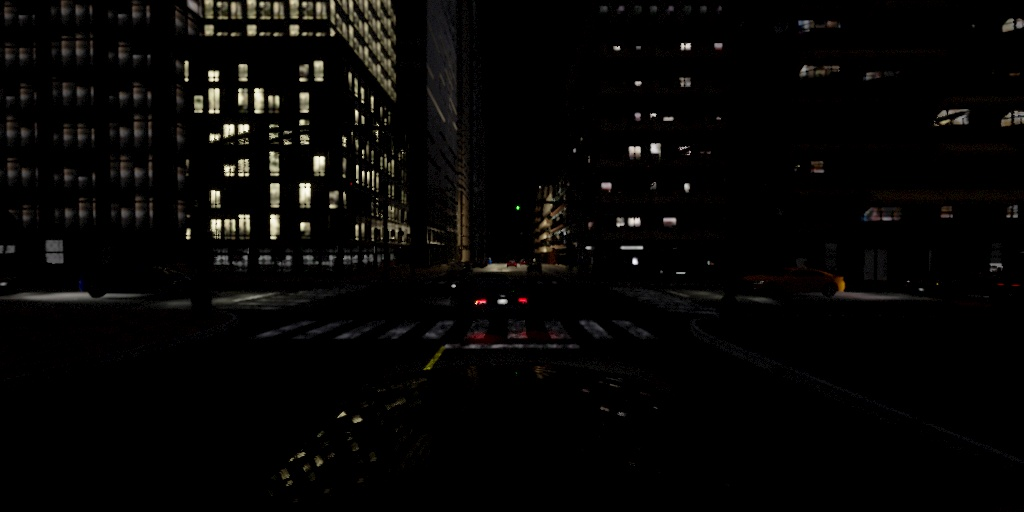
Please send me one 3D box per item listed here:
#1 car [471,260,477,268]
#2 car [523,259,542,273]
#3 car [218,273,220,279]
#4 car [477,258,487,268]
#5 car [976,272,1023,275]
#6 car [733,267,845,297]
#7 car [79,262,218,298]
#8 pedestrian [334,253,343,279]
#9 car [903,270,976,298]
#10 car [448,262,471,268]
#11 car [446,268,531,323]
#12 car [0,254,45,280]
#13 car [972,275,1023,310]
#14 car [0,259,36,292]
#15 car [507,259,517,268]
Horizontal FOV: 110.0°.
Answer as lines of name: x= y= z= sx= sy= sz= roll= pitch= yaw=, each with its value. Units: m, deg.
car: x=-5.704 y=1.382 z=43.068 sx=1.948 sy=1.339 sz=4.313 roll=0 pitch=0 yaw=0
car: x=2.677 y=1.367 z=43.071 sx=2.007 sy=1.370 sz=4.403 roll=0 pitch=0 yaw=0
car: x=-21.674 y=1.070 z=23.092 sx=4.829 sy=1.417 sz=1.751 roll=0 pitch=0 yaw=1
car: x=-5.708 y=1.390 z=60.032 sx=1.888 sy=1.381 sz=4.507 roll=0 pitch=0 yaw=0
car: x=25.407 y=1.530 z=16.688 sx=4.892 sy=1.490 sz=1.837 roll=0 pitch=1 yaw=1
car: x=15.516 y=1.374 z=20.017 sx=5.008 sy=1.535 sz=1.882 roll=0 pitch=1 yaw=1
car: x=-17.587 y=1.141 z=17.274 sx=5.008 sy=1.535 sz=1.882 roll=0 pitch=1 yaw=0
pedestrian: x=-12.556 y=0.718 z=25.932 sx=0.375 sy=1.860 sz=0.375 roll=0 pitch=0 yaw=1
car: x=24.943 y=1.575 z=19.891 sx=4.718 sy=1.301 sz=1.895 roll=0 pitch=1 yaw=1
car: x=-5.702 y=1.333 z=37.244 sx=1.751 sy=1.417 sz=4.829 roll=0 pitch=0 yaw=0
car: x=-0.951 y=1.315 z=12.365 sx=2.033 sy=1.411 sz=5.357 roll=0 pitch=0 yaw=-16
car: x=-33.620 y=0.753 z=23.293 sx=5.009 sy=1.841 sz=2.192 roll=0 pitch=0 yaw=1
car: x=21.712 y=1.599 z=14.149 sx=4.313 sy=1.339 sz=1.948 roll=0 pitch=0 yaw=1
car: x=-27.082 y=1.073 z=17.402 sx=4.902 sy=1.511 sz=2.128 roll=1 pitch=1 yaw=1
car: x=-0.018 y=1.455 z=65.205 sx=1.895 sy=1.301 sz=4.718 roll=0 pitch=0 yaw=0
